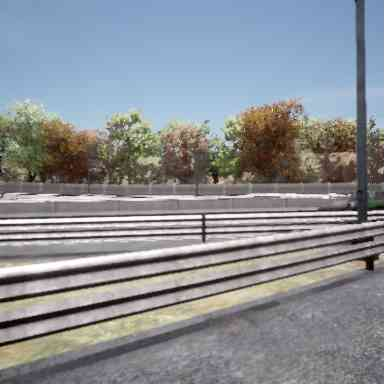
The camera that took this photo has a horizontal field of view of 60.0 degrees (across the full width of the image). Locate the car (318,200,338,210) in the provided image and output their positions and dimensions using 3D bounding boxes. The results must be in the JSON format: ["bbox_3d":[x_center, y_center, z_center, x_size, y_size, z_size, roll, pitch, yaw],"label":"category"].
[{"bbox_3d":[12.661,1.271,26.163,5.357,1.411,2.033,-1,0,-10],"label":"car"}]

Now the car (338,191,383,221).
[{"bbox_3d":[13.374,0.942,22.734,5.566,2.045,2.150,-1,0,-10],"label":"car"}]
